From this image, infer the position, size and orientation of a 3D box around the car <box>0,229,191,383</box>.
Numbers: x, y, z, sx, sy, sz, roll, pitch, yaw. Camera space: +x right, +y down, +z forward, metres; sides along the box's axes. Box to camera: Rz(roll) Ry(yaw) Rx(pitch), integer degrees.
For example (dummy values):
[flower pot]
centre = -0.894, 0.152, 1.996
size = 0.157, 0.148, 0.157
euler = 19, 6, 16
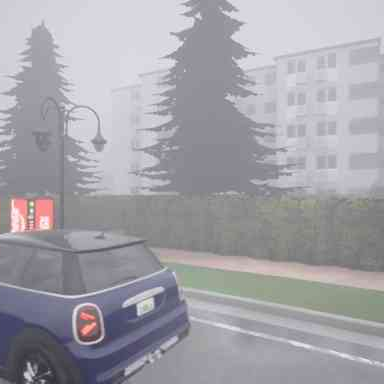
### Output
[car]
centre = -2.346, 1.351, 4.980
size = 4.553, 1.767, 2.097
euler = 0, 0, 32

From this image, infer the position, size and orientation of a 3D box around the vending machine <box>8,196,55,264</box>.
[vending machine]
centre = -5.294, 1.195, 11.041
size = 0.880, 2.100, 1.100
euler = 0, 0, 24
